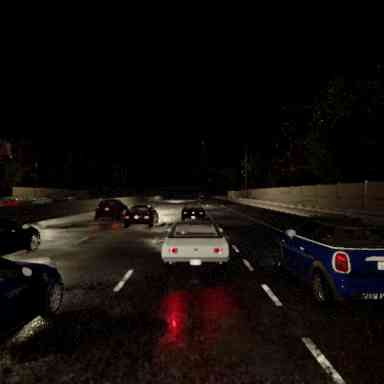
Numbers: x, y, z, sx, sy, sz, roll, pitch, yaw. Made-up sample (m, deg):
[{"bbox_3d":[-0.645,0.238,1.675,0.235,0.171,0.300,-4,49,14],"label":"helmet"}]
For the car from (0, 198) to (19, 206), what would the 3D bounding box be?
[{"bbox_3d":[-21.096,1.450,36.829,2.097,1.767,4.553,0,0,0],"label":"car"}]

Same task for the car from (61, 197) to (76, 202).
[{"bbox_3d":[-28.020,1.763,75.502,1.895,1.301,4.718,0,0,0],"label":"car"}]

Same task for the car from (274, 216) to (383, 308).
[{"bbox_3d":[3.510,1.360,8.139,2.097,1.767,4.553,0,0,0],"label":"car"}]

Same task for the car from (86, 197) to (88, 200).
[{"bbox_3d":[-24.521,1.401,77.717,1.994,1.385,4.181,0,0,0],"label":"car"}]

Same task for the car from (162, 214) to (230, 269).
[{"bbox_3d":[0.101,1.629,11.260,1.895,1.301,4.718,0,0,0],"label":"car"}]

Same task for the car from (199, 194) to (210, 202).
[{"bbox_3d":[3.478,1.783,82.869,2.128,1.511,4.902,0,0,0],"label":"car"}]

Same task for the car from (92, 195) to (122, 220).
[{"bbox_3d":[-6.908,1.429,29.148,2.097,1.767,4.553,0,0,0],"label":"car"}]

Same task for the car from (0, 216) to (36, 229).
[{"bbox_3d":[-6.902,1.533,11.182,1.837,1.490,4.892,0,0,0],"label":"car"}]

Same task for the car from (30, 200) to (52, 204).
[{"bbox_3d":[-17.599,1.652,38.733,2.033,1.411,5.357,0,0,0],"label":"car"}]

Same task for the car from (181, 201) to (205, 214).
[{"bbox_3d":[0.096,1.675,27.991,1.895,1.301,4.718,0,0,0],"label":"car"}]

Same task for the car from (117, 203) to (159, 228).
[{"bbox_3d":[-3.404,1.607,22.885,2.033,1.411,5.357,0,0,0],"label":"car"}]

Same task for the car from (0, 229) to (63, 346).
[{"bbox_3d":[-3.401,1.537,4.531,1.812,1.442,4.674,0,0,0],"label":"car"}]
